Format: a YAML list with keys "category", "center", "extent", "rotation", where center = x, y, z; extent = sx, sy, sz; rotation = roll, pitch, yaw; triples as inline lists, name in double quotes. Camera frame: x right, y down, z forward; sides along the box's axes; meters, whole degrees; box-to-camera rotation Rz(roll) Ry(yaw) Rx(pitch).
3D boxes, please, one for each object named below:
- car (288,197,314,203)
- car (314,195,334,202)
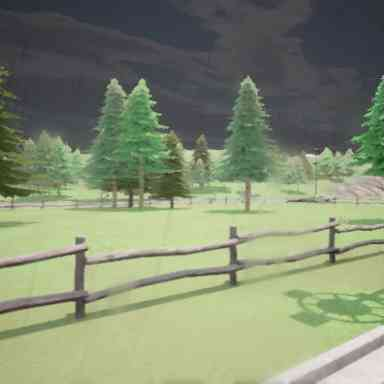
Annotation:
- category: "car"
  center: [21.688, 1.690, 67.086]
  extent: [4.718, 1.301, 1.895]
  rotation: [0, 0, 20]
- category: "car"
  center: [26.580, 1.443, 68.217]
  extent: [4.674, 1.442, 1.812]
  rotation: [0, 0, 24]
